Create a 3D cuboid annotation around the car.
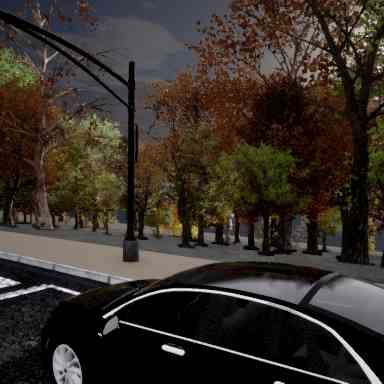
[{"bbox_3d":[0.389,1.505,3.397,4.892,1.490,1.837,0,0,36],"label":"car"}]
